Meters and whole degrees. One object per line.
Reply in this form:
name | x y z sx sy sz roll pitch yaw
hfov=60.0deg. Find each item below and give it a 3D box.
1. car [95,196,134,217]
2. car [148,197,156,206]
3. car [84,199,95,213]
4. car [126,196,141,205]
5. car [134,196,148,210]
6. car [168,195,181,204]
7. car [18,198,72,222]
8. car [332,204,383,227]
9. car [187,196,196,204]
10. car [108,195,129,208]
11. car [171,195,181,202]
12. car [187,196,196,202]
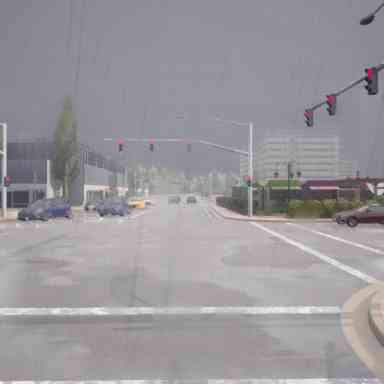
car | -7.129 1.352 30.950 2.097 1.767 4.553 0 0 0
car | -7.140 1.526 55.261 1.812 1.442 4.674 0 0 0
car | -10.641 1.491 37.511 2.128 1.511 4.902 0 0 0
car | -10.635 1.506 60.798 1.837 1.490 4.892 0 0 0
car | -7.142 1.477 42.272 1.882 1.535 5.008 0 0 0
car | -3.575 1.547 64.648 2.033 1.411 5.357 0 0 0
car | -11.464 1.351 26.248 2.097 1.767 4.553 0 0 12
car | 11.780 1.526 21.998 4.674 1.442 1.812 0 0 1
car | -0.075 1.491 64.652 2.128 1.511 4.902 0 0 0
car | -10.649 1.353 48.420 2.097 1.767 4.553 0 0 0
car | -3.587 1.425 74.922 1.994 1.385 4.181 0 0 0
car | -0.088 1.468 74.958 1.895 1.301 4.718 0 0 0
